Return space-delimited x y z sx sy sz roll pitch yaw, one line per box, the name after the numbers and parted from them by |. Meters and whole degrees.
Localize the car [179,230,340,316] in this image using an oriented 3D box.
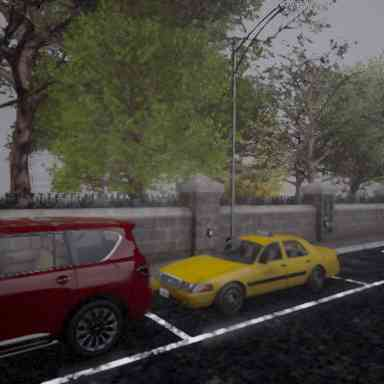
1.452 1.577 7.590 4.829 1.417 1.752 1 0 -35 | car

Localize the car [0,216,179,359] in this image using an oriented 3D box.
-2.917 1.316 4.474 5.009 1.841 2.192 1 0 -35 | car
